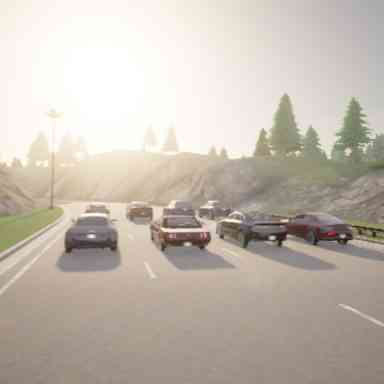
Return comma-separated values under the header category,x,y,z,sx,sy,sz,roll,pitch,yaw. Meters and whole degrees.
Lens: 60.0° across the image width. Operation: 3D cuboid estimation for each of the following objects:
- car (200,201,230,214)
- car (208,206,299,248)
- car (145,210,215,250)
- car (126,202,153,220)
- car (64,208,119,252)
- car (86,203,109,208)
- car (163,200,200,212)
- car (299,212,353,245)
category,x,y,z,sx,sy,sz,roll,pitch,yaw
car,2.136,1.582,30.992,2.097,1.767,4.553,1,-1,-17
car,2.631,1.638,15.768,2.128,1.511,4.902,1,0,-14
car,-0.711,1.681,14.698,1.895,1.301,4.718,1,0,-14
car,-4.677,1.581,29.320,1.882,1.535,5.008,1,0,-17
car,-4.136,1.581,13.980,1.994,1.385,4.181,1,0,-14
car,-7.965,1.603,28.103,1.994,1.385,4.181,1,0,-17
car,-1.209,1.518,29.963,2.097,1.767,4.553,1,-1,-17
car,5.999,1.735,16.723,1.812,1.442,4.674,1,0,-14
